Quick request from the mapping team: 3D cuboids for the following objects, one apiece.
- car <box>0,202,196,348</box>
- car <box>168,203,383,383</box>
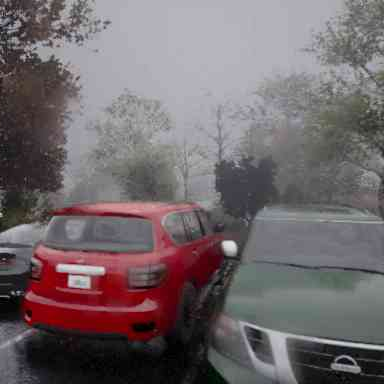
[{"bbox_3d":[-0.676,1.212,6.619,2.435,2.045,5.566,0,-1,15],"label":"car"},{"bbox_3d":[1.747,1.231,4.846,2.435,2.045,5.566,1,0,15],"label":"car"}]
